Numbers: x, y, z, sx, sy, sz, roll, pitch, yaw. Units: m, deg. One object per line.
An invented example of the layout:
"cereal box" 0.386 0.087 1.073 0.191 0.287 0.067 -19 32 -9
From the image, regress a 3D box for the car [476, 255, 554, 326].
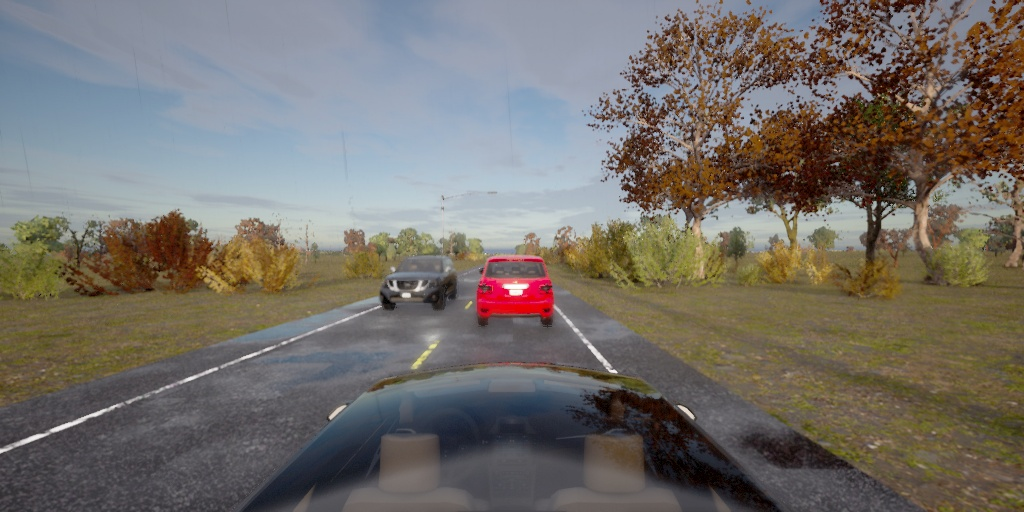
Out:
"car" 0.077 0.995 11.835 2.150 2.045 5.566 0 0 0

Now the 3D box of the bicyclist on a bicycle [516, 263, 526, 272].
"bicyclist on a bicycle" 0.868 1.178 29.938 0.659 1.776 1.843 0 0 0

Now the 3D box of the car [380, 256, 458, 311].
"car" -3.628 0.999 15.045 2.150 2.045 5.566 0 0 0
